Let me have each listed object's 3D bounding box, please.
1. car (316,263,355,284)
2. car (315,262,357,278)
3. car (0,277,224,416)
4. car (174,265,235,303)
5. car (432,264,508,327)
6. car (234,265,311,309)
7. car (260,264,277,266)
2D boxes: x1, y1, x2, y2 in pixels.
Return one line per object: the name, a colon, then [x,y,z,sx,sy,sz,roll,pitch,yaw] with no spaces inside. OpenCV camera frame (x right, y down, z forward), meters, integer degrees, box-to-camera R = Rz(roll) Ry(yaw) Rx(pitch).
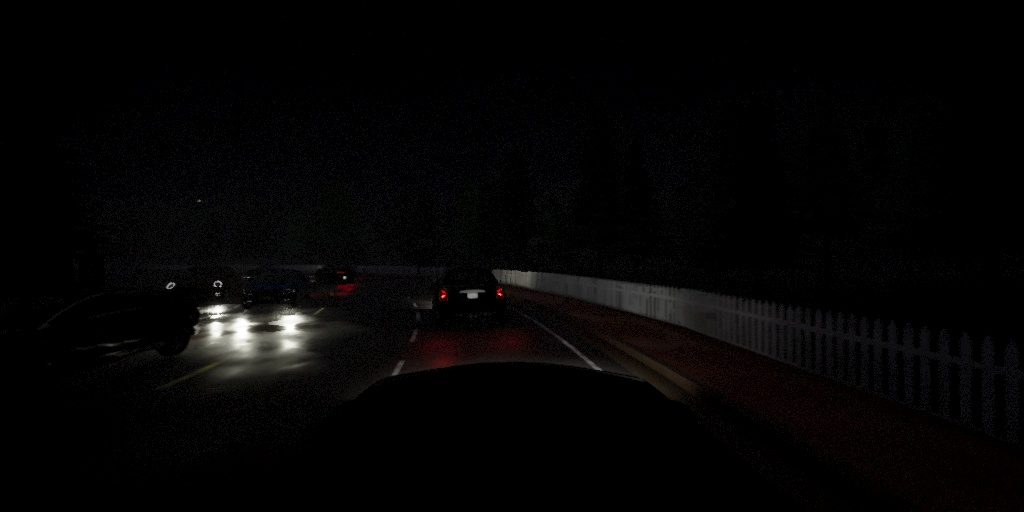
car: [-14.378,1.414,29.036,1.837,1.490,4.892,0,0,-43]
car: [-18.229,1.431,37.106,5.008,1.535,1.882,-1,0,38]
car: [-7.649,1.316,5.999,2.128,1.511,4.902,-1,0,-8]
car: [-14.529,1.250,17.130,2.097,1.767,4.553,-1,0,-27]
car: [-1.569,1.127,12.018,2.097,1.767,4.553,-1,0,-13]
car: [-10.327,1.337,16.025,1.882,1.535,5.008,-1,0,-22]
car: [-25.529,1.569,37.705,5.357,1.411,2.033,-1,0,29]
